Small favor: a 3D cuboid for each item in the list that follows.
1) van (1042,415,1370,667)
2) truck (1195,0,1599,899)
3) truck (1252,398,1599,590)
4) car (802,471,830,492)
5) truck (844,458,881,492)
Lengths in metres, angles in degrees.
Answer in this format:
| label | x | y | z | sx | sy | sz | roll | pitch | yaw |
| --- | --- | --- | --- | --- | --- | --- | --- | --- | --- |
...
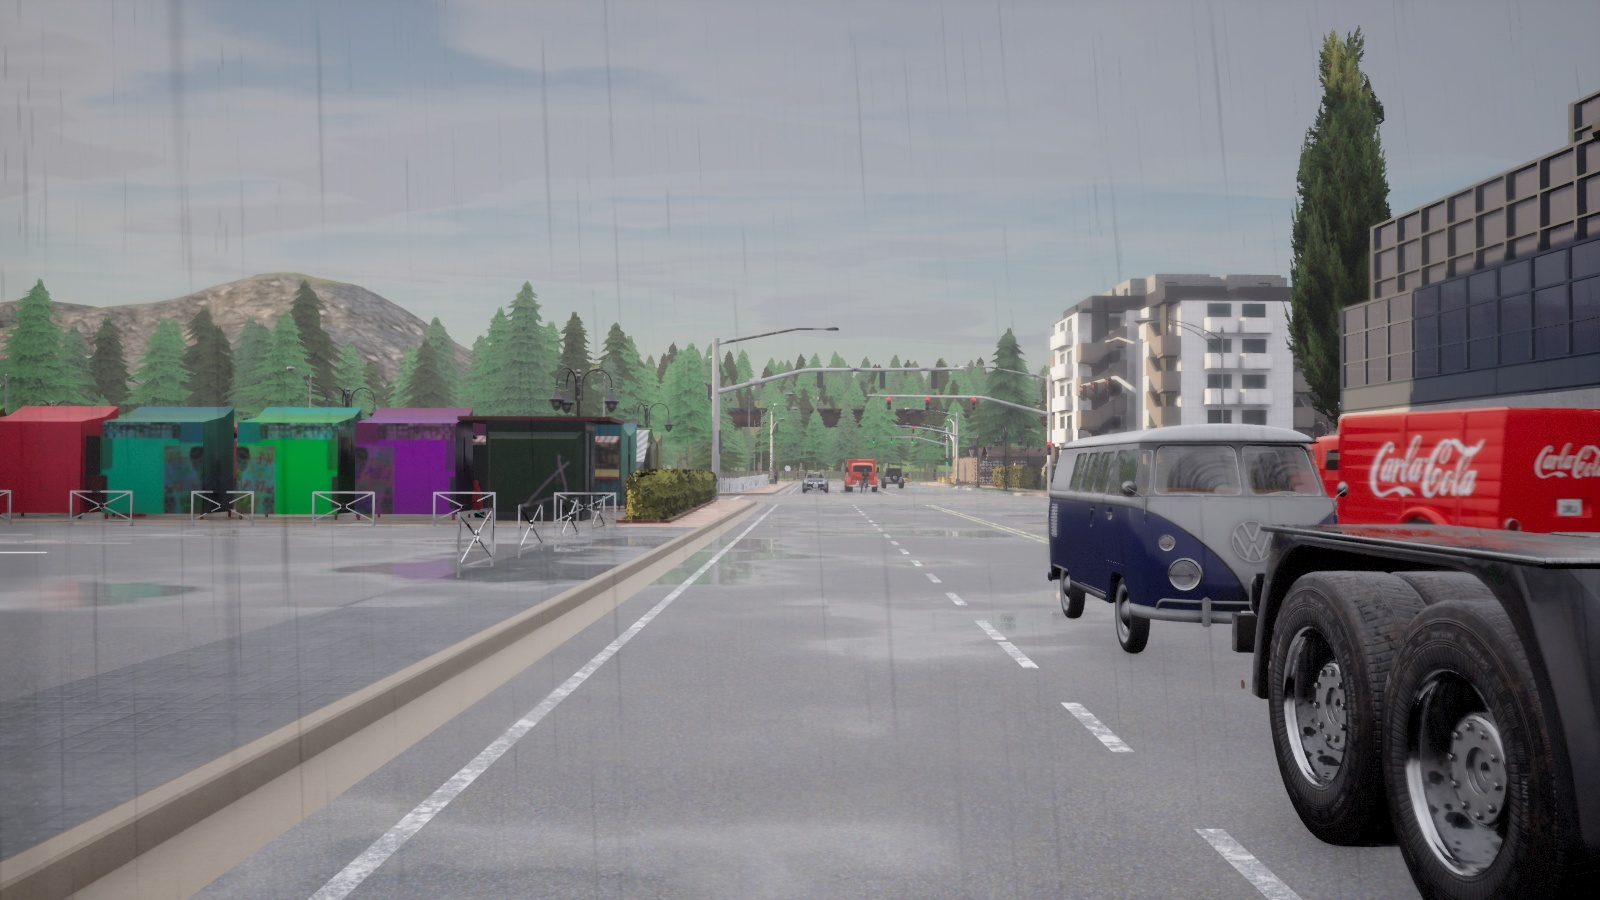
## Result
| label | x | y | z | sx | sy | sz | roll | pitch | yaw |
| --- | --- | --- | --- | --- | --- | --- | --- | --- | --- |
| van | 3.632 | 0.756 | 12.149 | 1.775 | 1.987 | 4.442 | 0 | -1 | 1 |
| truck | 3.522 | -0.137 | 2.678 | 2.891 | 3.462 | 7.936 | 0 | -1 | 1 |
| truck | 9.527 | 0.608 | 19.010 | 2.627 | 2.467 | 5.204 | 0 | -1 | -13 |
| car | 1.145 | 2.303 | 91.206 | 1.970 | 1.475 | 3.806 | 0 | -1 | 1 |
| truck | 4.707 | 1.910 | 95.614 | 2.627 | 2.467 | 5.204 | 0 | -1 | 1 |
